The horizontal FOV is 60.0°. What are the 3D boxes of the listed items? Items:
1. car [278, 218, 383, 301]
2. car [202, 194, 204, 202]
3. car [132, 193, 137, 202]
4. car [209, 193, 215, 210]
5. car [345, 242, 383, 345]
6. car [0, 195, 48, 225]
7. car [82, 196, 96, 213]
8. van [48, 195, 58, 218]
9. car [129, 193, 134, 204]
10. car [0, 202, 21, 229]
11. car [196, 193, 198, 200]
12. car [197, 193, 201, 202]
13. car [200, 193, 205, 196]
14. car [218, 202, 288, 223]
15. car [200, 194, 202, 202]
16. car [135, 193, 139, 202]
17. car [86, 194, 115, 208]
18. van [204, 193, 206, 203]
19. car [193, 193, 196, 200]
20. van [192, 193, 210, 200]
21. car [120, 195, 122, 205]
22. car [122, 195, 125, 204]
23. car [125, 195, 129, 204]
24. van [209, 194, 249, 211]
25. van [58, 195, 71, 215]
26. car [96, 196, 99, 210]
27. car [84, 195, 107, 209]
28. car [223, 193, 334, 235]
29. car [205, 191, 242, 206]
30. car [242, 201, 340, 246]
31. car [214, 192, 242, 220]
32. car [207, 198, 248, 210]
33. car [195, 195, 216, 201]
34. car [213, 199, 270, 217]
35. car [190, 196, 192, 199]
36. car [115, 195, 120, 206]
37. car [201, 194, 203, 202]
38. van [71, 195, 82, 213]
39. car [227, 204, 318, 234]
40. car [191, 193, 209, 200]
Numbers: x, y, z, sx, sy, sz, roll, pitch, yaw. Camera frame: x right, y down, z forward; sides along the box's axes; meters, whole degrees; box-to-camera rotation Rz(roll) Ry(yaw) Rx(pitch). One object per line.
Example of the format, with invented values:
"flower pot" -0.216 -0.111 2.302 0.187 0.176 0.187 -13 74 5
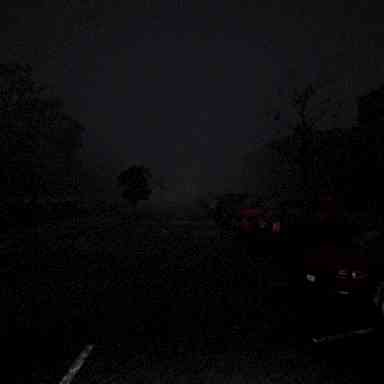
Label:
"car" 4.758 1.500 7.591 5.008 1.535 2.097 1 0 -20
"car" 4.761 1.486 49.778 5.366 1.575 1.946 1 0 -21
"car" -13.971 1.542 65.114 4.792 1.488 2.163 -1 0 -22
"car" 4.727 1.243 28.661 5.566 2.045 2.435 1 0 -20
"car" 4.754 1.538 4.566 4.674 1.452 2.002 1 0 -20
"car" -13.494 1.264 23.492 5.566 2.045 2.435 -1 0 -20
"car" -13.348 1.508 35.477 5.366 1.575 1.946 -1 0 -20
"van" -13.371 1.288 26.523 4.442 1.987 1.878 -1 0 -20
"car" -13.922 1.542 62.119 4.792 1.488 2.163 -1 0 -22
"car" -13.453 1.556 20.530 4.674 1.452 2.002 -1 0 -20
"car" 4.036 1.475 70.836 5.008 1.535 2.097 1 0 -23
"car" 4.267 1.478 64.802 5.008 1.535 2.097 1 0 -22
"car" 4.421 1.356 58.757 4.553 1.767 2.185 1 0 -22
"car" 4.684 1.524 25.628 4.792 1.488 2.163 1 0 -20
"car" 4.494 1.485 55.738 4.892 1.521 2.231 1 0 -21
"car" -14.298 1.388 71.006 4.553 1.767 2.185 -1 0 -23
"car" -13.598 1.262 44.325 5.566 2.045 2.435 -1 0 -20
"van" 4.510 1.261 46.649 4.442 1.987 1.878 1 0 -21
"car" 3.860 1.221 73.839 5.566 2.045 2.435 1 0 -23
"van" 2.509 1.236 91.884 4.442 1.987 1.878 1 0 -25
"car" -13.622 1.513 50.279 4.892 1.521 2.231 -1 0 -21
"car" -13.646 1.386 53.256 4.553 1.767 2.185 -1 0 -21
"car" -13.722 1.512 56.212 5.008 1.535 2.097 -1 0 -21
"van" 4.546 1.263 40.624 4.442 1.987 1.878 1 0 -20
"van" -13.387 1.287 29.500 4.442 1.987 1.878 -1 0 -20
"car" -13.563 1.543 38.373 4.792 1.488 2.163 -1 0 -20
"car" -13.526 1.542 41.377 4.792 1.488 2.163 -1 0 -20
"car" 4.723 1.246 16.606 5.566 2.045 2.435 1 0 -20
"car" 4.703 1.241 34.670 5.566 2.045 2.435 1 0 -20
"car" 4.720 1.373 13.609 4.553 1.767 2.185 1 0 -20
"car" 4.702 1.244 22.620 5.566 2.045 2.435 1 0 -20
"car" 4.661 1.519 43.694 4.792 1.488 2.163 1 0 -20
"car" 3.328 1.508 82.900 4.674 1.452 2.002 1 0 -24
"car" 4.691 1.493 31.650 5.008 1.535 2.097 1 0 -20
"car" 2.873 1.466 88.926 4.892 1.521 2.231 1 0 -25
"car" -13.423 1.507 47.379 5.366 1.575 1.946 -1 0 -20
"car" 4.563 1.485 52.720 5.008 1.535 2.097 1 0 -21
"van" -13.403 1.287 32.479 4.442 1.987 1.878 -1 0 -20
"car" 4.708 1.526 19.616 4.792 1.488 2.163 1 0 -20
"car" 2.366 1.336 94.956 4.553 1.767 2.185 1 0 -26
